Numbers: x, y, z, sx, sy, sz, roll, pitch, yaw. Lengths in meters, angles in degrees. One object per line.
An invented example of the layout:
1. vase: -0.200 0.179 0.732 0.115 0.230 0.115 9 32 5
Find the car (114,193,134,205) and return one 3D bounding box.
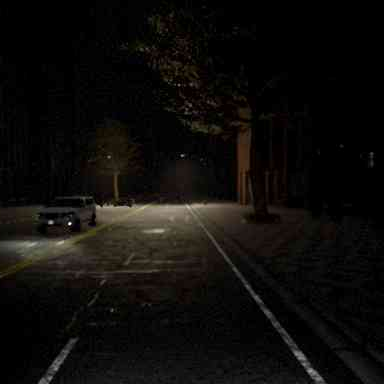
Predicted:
1. car: -8.319 1.001 40.892 2.097 1.767 4.553 0 0 -3

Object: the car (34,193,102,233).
1. car: -7.438 1.258 20.252 2.150 2.045 5.566 0 0 0

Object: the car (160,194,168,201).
1. car: -6.954 1.388 82.499 1.837 1.490 4.892 0 0 -3

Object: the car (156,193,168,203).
1. car: -6.480 1.501 72.088 1.837 1.490 4.892 0 0 -3

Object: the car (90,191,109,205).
1. car: -11.564 0.892 40.685 2.150 2.045 5.566 0 0 -3

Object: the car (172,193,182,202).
1. car: -3.252 1.481 72.652 1.837 1.490 4.892 0 0 -3
